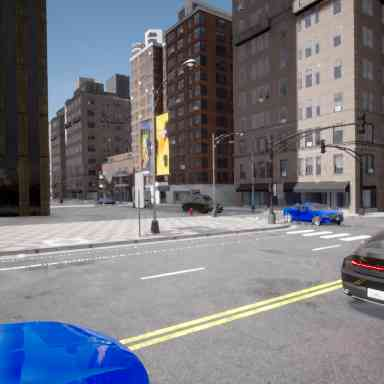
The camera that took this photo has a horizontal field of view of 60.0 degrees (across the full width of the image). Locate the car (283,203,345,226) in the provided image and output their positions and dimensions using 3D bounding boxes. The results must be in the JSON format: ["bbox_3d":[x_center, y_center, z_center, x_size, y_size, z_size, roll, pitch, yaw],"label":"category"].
[{"bbox_3d":[8.533,1.521,23.665,1.882,1.535,5.008,0,-1,-19],"label":"car"}]

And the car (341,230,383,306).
[{"bbox_3d":[5.123,1.504,7.097,4.892,1.490,1.837,0,0,-36],"label":"car"}]

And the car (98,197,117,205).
[{"bbox_3d":[-17.179,1.741,67.590,2.033,1.411,5.357,-1,0,-35],"label":"car"}]

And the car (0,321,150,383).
[{"bbox_3d":[-2.568,1.478,1.609,5.008,1.535,1.882,0,0,-35],"label":"car"}]

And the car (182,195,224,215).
[{"bbox_3d":[1.034,1.332,36.145,2.150,2.045,5.566,-1,1,-35],"label":"car"}]

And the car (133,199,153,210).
[{"bbox_3d":[-6.847,1.689,47.377,1.812,1.442,4.674,-1,0,-35],"label":"car"}]

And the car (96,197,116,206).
[{"bbox_3d":[-15.675,1.872,60.071,1.895,1.301,4.718,-1,0,-35],"label":"car"}]
